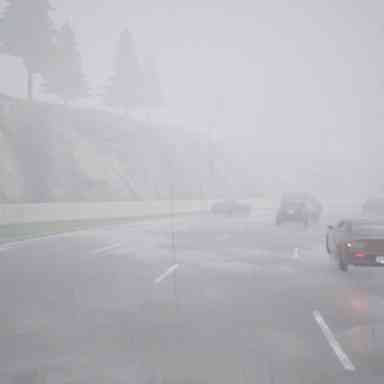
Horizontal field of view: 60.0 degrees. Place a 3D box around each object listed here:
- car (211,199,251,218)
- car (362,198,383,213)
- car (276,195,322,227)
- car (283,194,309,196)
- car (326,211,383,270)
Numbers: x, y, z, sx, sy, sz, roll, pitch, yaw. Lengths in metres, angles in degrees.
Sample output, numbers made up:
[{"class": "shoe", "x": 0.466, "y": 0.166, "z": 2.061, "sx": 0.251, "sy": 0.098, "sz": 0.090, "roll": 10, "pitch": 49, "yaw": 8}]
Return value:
[{"class": "car", "x": 3.608, "y": 1.424, "z": 30.057, "sx": 2.128, "sy": 1.511, "sz": 4.902, "roll": 0, "pitch": 0, "yaw": 36}, {"class": "car", "x": 20.529, "y": 1.412, "z": 36.002, "sx": 4.553, "sy": 1.767, "sz": 2.097, "roll": 0, "pitch": 0, "yaw": -33}, {"class": "car", "x": 7.381, "y": 1.341, "z": 22.860, "sx": 2.097, "sy": 1.767, "sz": 4.553, "roll": 1, "pitch": 0, "yaw": 32}, {"class": "car", "x": 10.730, "y": 1.207, "z": 32.704, "sx": 2.150, "sy": 2.045, "sz": 5.566, "roll": 0, "pitch": 0, "yaw": 45}, {"class": "car", "x": 5.452, "y": 1.538, "z": 10.622, "sx": 1.812, "sy": 1.442, "sz": 4.674, "roll": 0, "pitch": 0, "yaw": 16}]
